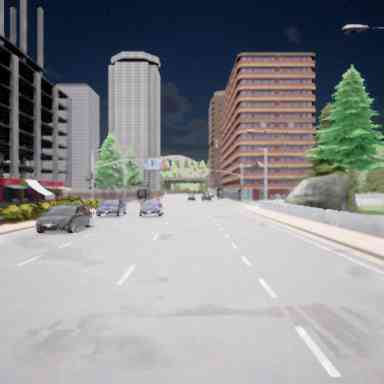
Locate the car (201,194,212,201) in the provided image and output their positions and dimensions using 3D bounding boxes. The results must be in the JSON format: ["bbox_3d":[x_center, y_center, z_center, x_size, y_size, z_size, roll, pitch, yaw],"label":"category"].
[{"bbox_3d":[3.415,1.138,76.797,2.097,1.767,4.553,0,0,0],"label":"car"}]

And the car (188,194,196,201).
[{"bbox_3d":[-0.085,1.380,76.887,1.895,1.301,4.718,0,0,0],"label":"car"}]

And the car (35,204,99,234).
[{"bbox_3d":[-7.086,1.457,18.903,1.837,1.490,4.892,0,0,0],"label":"car"}]

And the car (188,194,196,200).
[{"bbox_3d":[-0.097,1.242,86.857,2.033,1.411,5.357,0,0,0],"label":"car"}]

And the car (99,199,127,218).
[{"bbox_3d":[-7.031,1.364,29.638,1.812,1.442,4.674,0,0,0],"label":"car"}]

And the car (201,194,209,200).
[{"bbox_3d":[3.403,1.253,86.861,1.994,1.385,4.181,0,0,0],"label":"car"}]

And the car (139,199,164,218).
[{"bbox_3d":[-3.531,1.362,29.642,1.812,1.442,4.674,0,0,0],"label":"car"}]
